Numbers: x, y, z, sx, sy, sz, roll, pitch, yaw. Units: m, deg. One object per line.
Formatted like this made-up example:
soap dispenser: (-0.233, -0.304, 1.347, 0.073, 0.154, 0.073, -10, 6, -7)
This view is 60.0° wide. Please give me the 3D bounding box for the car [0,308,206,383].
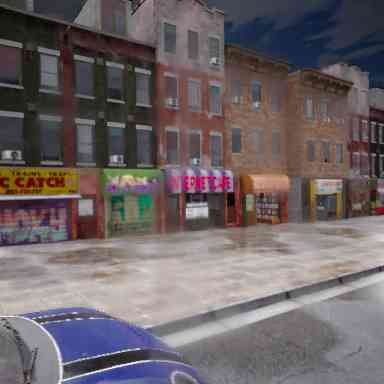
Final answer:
car: (-1.966, 1.352, 1.767, 4.553, 1.767, 2.097, 0, 0, -35)
